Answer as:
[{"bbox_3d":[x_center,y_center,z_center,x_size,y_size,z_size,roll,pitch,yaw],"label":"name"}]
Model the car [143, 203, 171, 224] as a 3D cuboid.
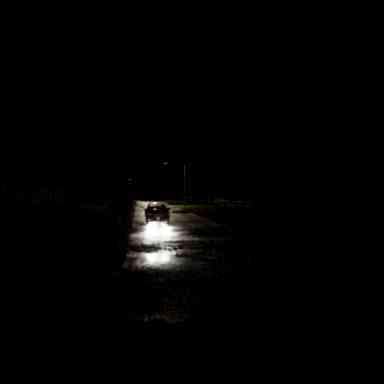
[{"bbox_3d":[-2.805,1.632,26.310,2.128,1.511,4.902,0,0,-9],"label":"car"}]
